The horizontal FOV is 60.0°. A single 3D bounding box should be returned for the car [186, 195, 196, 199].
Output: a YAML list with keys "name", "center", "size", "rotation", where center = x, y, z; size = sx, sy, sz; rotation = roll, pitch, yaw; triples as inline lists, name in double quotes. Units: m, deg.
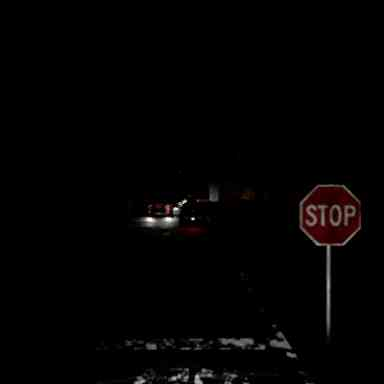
- name: "car"
  center: [-0.109, 1.496, 61.421]
  size: [1.994, 1.385, 4.181]
  rotation: [0, 0, 0]

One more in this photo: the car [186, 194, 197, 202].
- name: "car"
  center: [-0.127, 1.281, 71.424]
  size: [2.128, 1.511, 4.902]
  rotation: [0, 0, 0]

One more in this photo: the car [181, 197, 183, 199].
- name: "car"
  center: [-2.873, 1.407, 64.836]
  size: [1.882, 1.535, 5.008]
  rotation: [0, 0, 0]

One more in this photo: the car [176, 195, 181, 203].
- name: "car"
  center: [-2.922, 1.450, 47.179]
  size: [1.837, 1.490, 4.892]
  rotation: [0, 0, 0]

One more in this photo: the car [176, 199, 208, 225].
- name: "car"
  center: [0.058, 1.475, 23.898]
  size: [1.837, 1.490, 4.892]
  rotation: [0, 0, 0]

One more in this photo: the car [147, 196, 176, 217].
- name: "car"
  center: [-2.901, 1.315, 31.038]
  size: [2.097, 1.767, 4.553]
  rotation: [0, 0, 0]
